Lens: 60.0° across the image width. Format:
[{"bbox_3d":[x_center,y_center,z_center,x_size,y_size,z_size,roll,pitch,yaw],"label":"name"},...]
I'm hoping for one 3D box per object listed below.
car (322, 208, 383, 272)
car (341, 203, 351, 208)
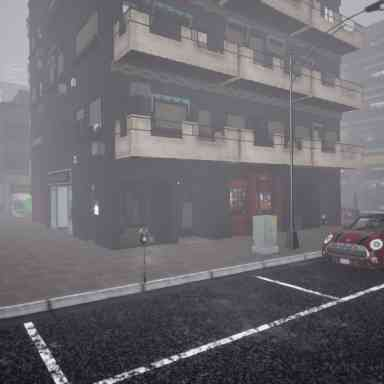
[{"bbox_3d":[5.938,1.437,10.582,4.097,1.590,1.967,0,-1,-36],"label":"car"},{"bbox_3d":[12.976,1.589,30.285,1.994,1.385,4.181,-1,1,-36],"label":"car"}]
